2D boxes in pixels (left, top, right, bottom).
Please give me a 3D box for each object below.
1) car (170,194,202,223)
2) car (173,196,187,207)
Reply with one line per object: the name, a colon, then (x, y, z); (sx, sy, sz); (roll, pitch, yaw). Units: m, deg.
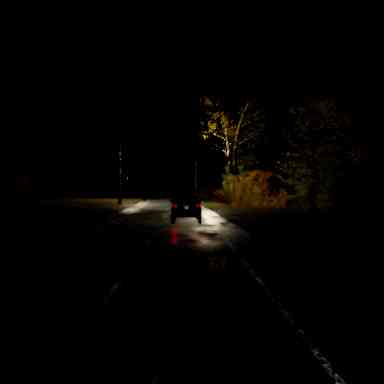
car: (-0.438, 1.143, 24.710); (2.150, 2.045, 5.566); (0, 0, -2)
car: (-1.801, 1.313, 48.245); (1.882, 1.535, 5.008); (0, 0, -4)
